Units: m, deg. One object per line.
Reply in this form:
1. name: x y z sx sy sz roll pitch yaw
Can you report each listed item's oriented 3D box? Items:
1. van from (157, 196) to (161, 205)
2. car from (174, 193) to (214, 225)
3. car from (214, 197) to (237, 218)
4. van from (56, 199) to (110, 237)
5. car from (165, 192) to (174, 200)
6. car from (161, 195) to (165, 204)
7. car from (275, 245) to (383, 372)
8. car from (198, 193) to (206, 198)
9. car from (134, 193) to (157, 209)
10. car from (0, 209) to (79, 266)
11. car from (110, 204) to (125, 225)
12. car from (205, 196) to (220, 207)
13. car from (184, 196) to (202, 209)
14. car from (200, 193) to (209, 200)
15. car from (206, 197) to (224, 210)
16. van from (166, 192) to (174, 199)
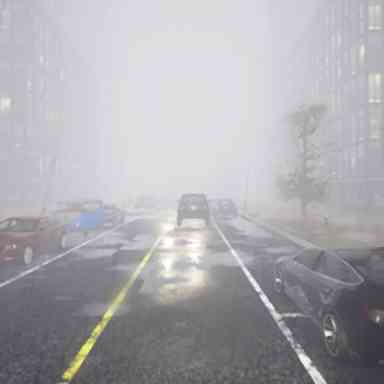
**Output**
1. van: -5.673 1.087 45.485 1.690 1.788 3.998 0 0 0
2. car: 0.105 1.095 23.154 2.150 2.045 5.566 0 0 0
3. car: 2.702 1.285 28.392 1.967 1.590 4.097 0 0 0
4. van: -5.682 1.249 17.024 1.690 1.788 3.998 0 0 0
5. car: -5.667 1.105 73.775 1.752 1.417 4.829 0 0 0
6. car: -5.673 1.279 51.178 1.947 1.339 4.313 0 0 0
7. car: 2.695 1.535 5.626 1.947 1.339 4.313 0 0 0
8. car: 2.719 1.027 91.003 2.008 1.369 4.403 0 0 0
9. car: -5.676 1.219 39.792 1.967 1.590 4.097 0 0 0
10. car: -5.684 1.484 11.333 1.887 1.381 4.507 0 0 0
11. car: -5.681 1.458 22.718 1.802 1.307 4.206 0 0 0
12. car: 2.706 1.271 45.638 1.752 1.417 4.829 0 0 0
13. car: 0.111 1.258 41.954 2.128 1.511 4.902 0 0 0
14. car: 2.715 1.019 73.927 1.967 1.590 4.097 0 0 0
15. car: 2.704 1.361 39.777 1.802 1.307 4.206 0 0 0
16. van: -5.662 0.852 85.329 1.690 1.788 3.998 0 0 0
